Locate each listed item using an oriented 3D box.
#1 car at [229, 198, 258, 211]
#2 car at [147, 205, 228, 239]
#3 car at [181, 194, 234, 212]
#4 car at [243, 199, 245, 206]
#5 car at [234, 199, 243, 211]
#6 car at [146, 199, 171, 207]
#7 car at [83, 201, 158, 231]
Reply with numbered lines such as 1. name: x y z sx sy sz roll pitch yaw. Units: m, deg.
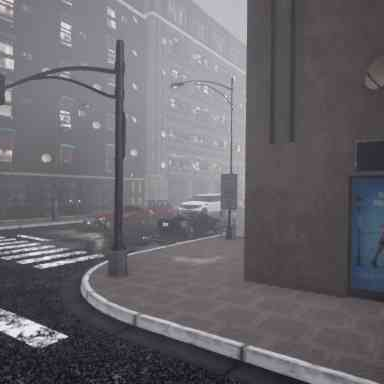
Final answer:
1. car: 6.302 1.483 40.556 1.802 1.307 4.206 1 1 35
2. car: -0.081 1.599 17.733 1.947 1.339 4.313 1 1 35
3. car: 1.144 1.171 28.905 2.150 2.045 5.566 1 1 35
4. car: 7.017 1.289 37.261 2.097 1.767 4.553 1 1 35
5. car: 3.096 1.223 35.979 2.192 1.841 5.009 1 1 35
6. car: -3.322 1.362 26.830 1.967 1.590 4.097 1 1 35
7. car: -4.530 1.487 20.820 1.812 1.442 4.674 1 1 35
